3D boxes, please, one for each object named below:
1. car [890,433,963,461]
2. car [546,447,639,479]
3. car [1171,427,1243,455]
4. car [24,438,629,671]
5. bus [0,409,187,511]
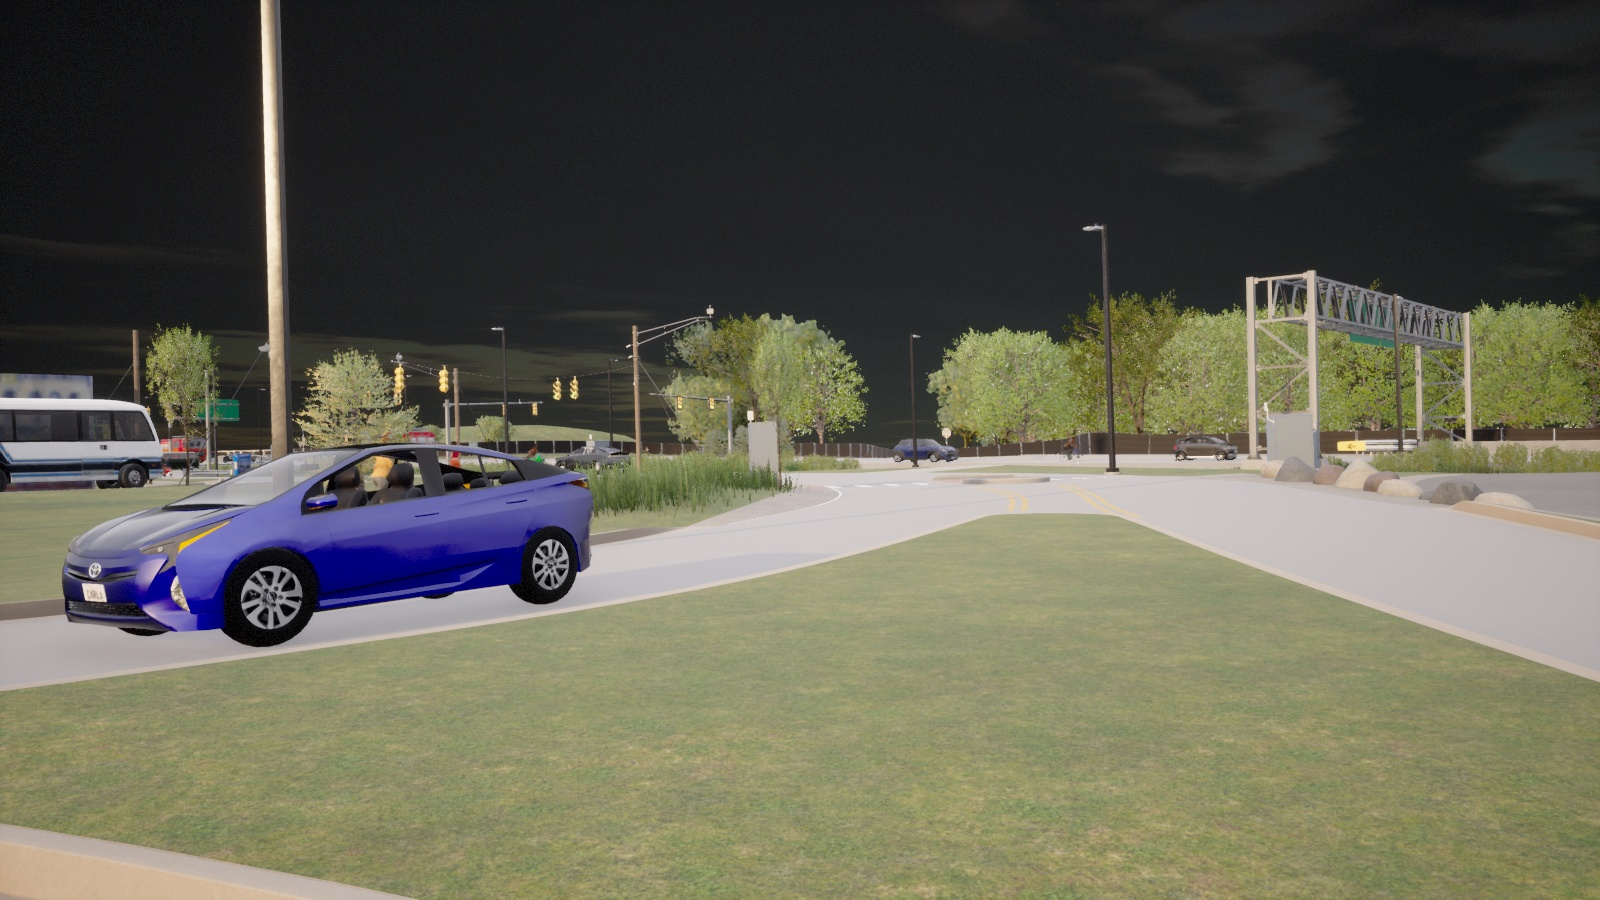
[{"bbox_3d":[8.651,-0.172,86.023,4.553,1.767,2.097,-2,0,41],"label":"car"},{"bbox_3d":[-10.972,0.717,66.253,4.902,1.511,2.128,-2,0,41],"label":"car"},{"bbox_3d":[24.793,-0.534,76.579,3.705,1.549,1.789,-2,0,41],"label":"car"},{"bbox_3d":[-3.811,0.737,10.917,2.007,1.525,4.514,-3,-1,35],"label":"car"},{"bbox_3d":[-33.483,0.457,55.898,3.944,4.253,10.273,-4,-1,41],"label":"bus"}]
